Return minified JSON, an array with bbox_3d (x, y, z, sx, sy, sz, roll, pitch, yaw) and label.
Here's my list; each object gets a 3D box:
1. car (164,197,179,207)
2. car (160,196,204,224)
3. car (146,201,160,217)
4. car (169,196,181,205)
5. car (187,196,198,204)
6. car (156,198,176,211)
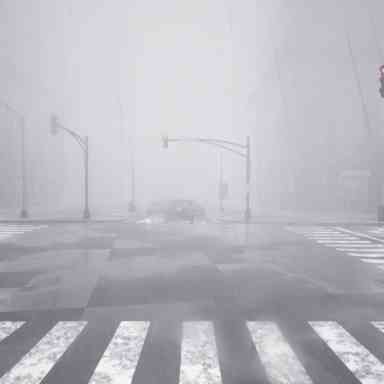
[{"bbox_3d":[-3.112,1.554,51.425,1.994,1.385,4.181,0,0,1],"label":"car"},{"bbox_3d":[-0.455,1.304,24.024,2.097,1.767,4.553,0,-1,12],"label":"car"},{"bbox_3d":[-3.121,1.541,31.269,2.033,1.411,5.357,0,0,0],"label":"car"},{"bbox_3d":[-3.064,1.467,61.917,1.882,1.535,5.008,0,0,1],"label":"car"},{"bbox_3d":[0.077,1.552,62.565,1.994,1.385,4.181,0,0,0],"label":"car"},{"bbox_3d":[-3.125,1.539,41.342,2.033,1.411,5.357,0,0,0],"label":"car"}]
